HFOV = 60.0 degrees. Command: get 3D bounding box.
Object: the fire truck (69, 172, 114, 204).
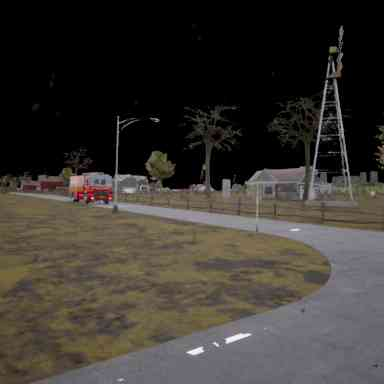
[{"bbox_3d":[-12.903,-0.534,42.067,2.891,3.827,8.468,2,0,-35],"label":"fire truck"}]
